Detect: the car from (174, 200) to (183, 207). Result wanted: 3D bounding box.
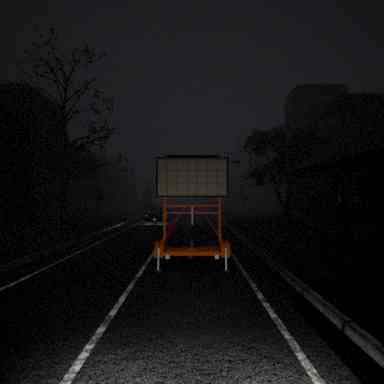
[{"bbox_3d":[-2.944,2.430,71.272,1.812,1.442,4.674,0,0,0],"label":"car"}]

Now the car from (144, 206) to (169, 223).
[{"bbox_3d":[-3.078,1.934,30.054,2.033,1.411,5.357,0,-1,0],"label":"car"}]

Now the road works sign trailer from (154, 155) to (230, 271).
[{"bbox_3d":[0.009,0.567,11.193,2.380,3.560,2.880,0,-1,0],"label":"road works sign trailer"}]
